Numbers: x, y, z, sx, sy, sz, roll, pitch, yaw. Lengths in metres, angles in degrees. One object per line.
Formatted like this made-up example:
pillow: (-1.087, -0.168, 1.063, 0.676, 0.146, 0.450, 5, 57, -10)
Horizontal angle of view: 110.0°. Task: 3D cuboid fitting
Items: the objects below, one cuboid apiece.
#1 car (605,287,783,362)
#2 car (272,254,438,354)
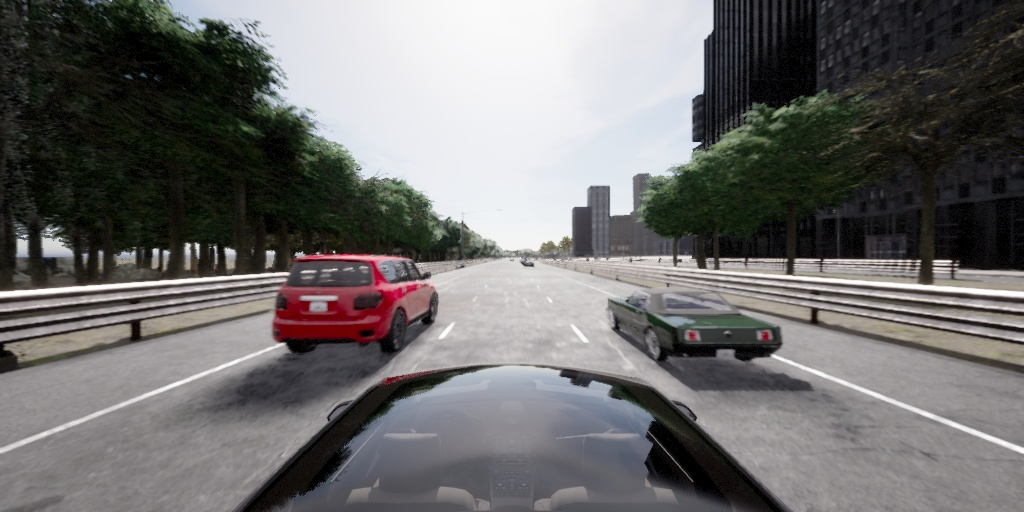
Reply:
car: (3.598, 1.368, 8.252, 1.895, 1.301, 4.718, 0, 0, 0)
car: (-3.403, 0.991, 8.990, 2.150, 2.045, 5.566, 0, 0, 0)
